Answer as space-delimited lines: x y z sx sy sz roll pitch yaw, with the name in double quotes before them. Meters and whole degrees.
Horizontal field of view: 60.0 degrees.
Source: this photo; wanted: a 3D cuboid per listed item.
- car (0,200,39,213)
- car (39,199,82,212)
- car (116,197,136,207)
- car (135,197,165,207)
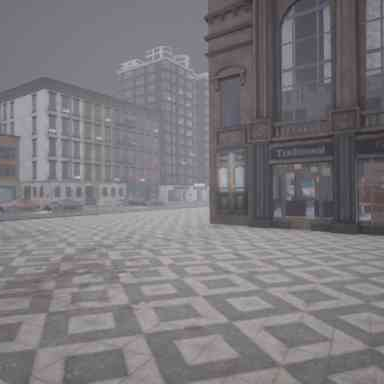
"car" -19.349 1.574 37.220 1.994 1.385 4.181 -1 0 36
"car" -14.734 1.541 38.080 1.994 1.385 4.181 -1 0 36
"car" -9.409 1.468 51.071 2.128 1.511 4.902 -1 0 36
"car" -5.998 1.509 50.238 1.994 1.385 4.181 -1 0 36
